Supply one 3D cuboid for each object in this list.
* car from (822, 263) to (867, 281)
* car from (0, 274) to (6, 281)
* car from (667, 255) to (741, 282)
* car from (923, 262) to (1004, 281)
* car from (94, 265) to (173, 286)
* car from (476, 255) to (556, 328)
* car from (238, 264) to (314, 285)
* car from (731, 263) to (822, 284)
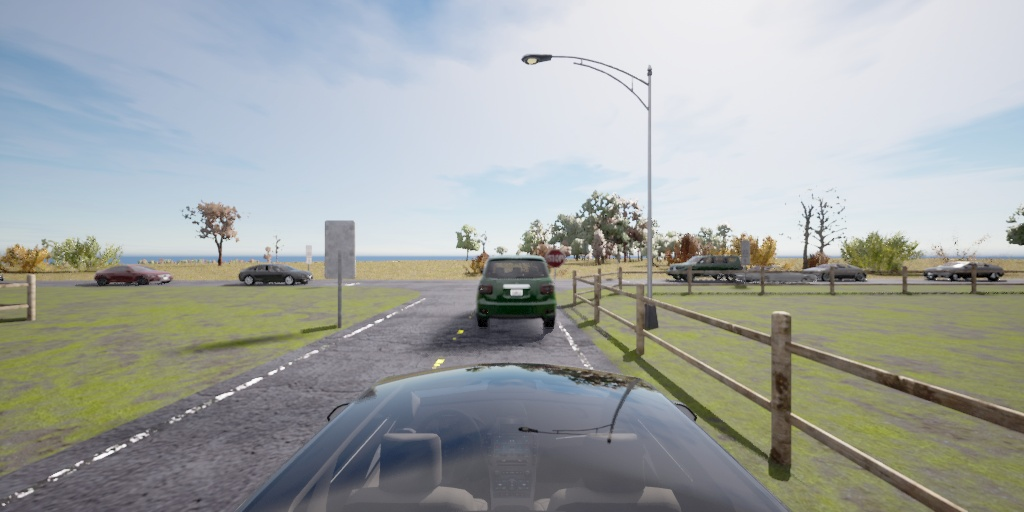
[{"bbox_3d":[25.475,1.282,28.549,4.181,1.385,1.994,0,0,0],"label":"car"},{"bbox_3d":[-40.865,1.439,26.292,5.357,1.411,2.033,0,0,1],"label":"car"},{"bbox_3d":[15.434,0.960,28.652,5.566,2.045,2.150,0,0,0],"label":"car"},{"bbox_3d":[35.684,1.196,28.431,4.902,1.511,2.128,0,0,1],"label":"car"},{"bbox_3d":[-27.559,1.377,26.140,4.674,1.442,1.812,0,0,1],"label":"car"},{"bbox_3d":[0.121,0.984,11.555,2.150,2.045,5.566,0,0,0],"label":"car"},{"bbox_3d":[-17.055,1.326,26.023,4.892,1.490,1.837,0,0,1],"label":"car"},{"bbox_3d":[18.824,1.330,25.664,4.718,1.301,1.895,0,0,1],"label":"car"}]
